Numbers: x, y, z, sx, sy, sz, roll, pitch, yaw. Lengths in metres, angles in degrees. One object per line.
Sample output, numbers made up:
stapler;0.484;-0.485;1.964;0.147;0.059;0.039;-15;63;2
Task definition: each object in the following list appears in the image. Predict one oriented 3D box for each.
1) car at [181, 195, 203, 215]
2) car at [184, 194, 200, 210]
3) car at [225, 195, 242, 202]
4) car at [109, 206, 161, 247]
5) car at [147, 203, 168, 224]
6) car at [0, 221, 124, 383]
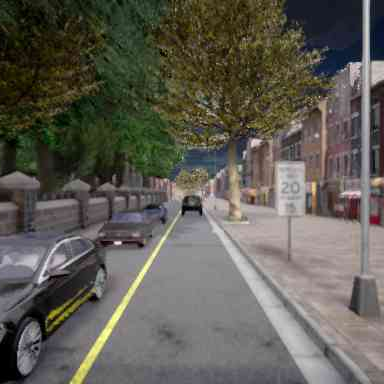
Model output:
car;-0.001;1.321;34.847;2.150;2.045;5.566;0;0;0
car;0.005;1.367;45.911;2.150;2.045;5.566;0;0;0
car;11.789;1.904;94.839;5.009;1.841;2.192;1;0;0
car;-2.850;1.584;15.472;2.033;1.411;5.357;0;0;0
car;-2.838;1.593;25.760;1.812;1.442;4.674;0;0;0
car;-2.833;1.504;5.566;2.128;1.511;4.902;0;0;1
